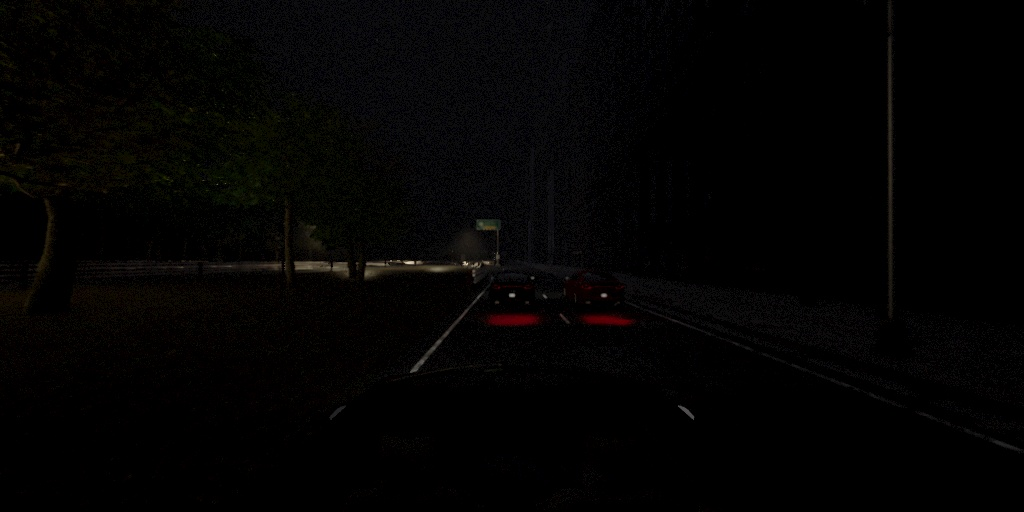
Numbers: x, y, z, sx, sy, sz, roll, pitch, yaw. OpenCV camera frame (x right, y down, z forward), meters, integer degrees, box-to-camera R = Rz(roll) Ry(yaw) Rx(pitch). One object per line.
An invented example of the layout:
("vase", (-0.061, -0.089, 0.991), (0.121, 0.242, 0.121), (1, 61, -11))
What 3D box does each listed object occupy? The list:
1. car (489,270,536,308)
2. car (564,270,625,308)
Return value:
("car", (0.023, 1.361, 16.117), (1.882, 1.535, 5.008), (0, 0, 0))
("car", (3.522, 1.361, 16.104), (1.882, 1.535, 5.008), (0, 0, 0))
